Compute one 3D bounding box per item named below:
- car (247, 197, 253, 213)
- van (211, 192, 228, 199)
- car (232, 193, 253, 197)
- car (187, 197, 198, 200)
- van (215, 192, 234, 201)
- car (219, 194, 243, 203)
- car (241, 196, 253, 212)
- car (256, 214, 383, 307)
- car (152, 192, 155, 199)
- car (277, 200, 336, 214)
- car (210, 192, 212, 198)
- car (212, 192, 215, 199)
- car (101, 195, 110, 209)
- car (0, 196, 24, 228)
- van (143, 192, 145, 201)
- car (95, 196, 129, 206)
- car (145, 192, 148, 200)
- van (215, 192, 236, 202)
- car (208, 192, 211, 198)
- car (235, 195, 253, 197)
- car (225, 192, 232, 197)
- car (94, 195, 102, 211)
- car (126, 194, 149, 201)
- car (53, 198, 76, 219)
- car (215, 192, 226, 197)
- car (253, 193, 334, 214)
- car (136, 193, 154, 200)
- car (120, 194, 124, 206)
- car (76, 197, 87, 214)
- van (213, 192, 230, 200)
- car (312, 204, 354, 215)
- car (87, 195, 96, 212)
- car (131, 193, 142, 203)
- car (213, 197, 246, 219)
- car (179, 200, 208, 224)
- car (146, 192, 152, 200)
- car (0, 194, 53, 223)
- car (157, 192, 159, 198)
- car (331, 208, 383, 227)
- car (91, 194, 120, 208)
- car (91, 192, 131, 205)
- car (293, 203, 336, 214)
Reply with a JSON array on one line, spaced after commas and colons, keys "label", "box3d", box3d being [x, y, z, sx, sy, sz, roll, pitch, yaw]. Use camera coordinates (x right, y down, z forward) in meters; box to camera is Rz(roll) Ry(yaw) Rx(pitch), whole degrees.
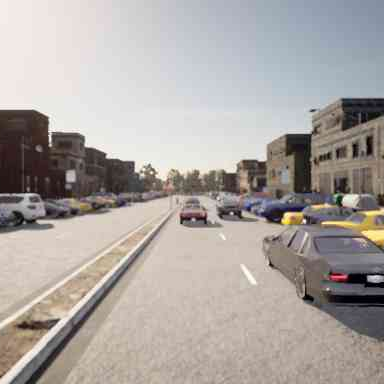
[{"label": "car", "box3d": [7.631, 1.429, 29.581, 4.674, 1.452, 2.002, 0, 0, 0]}, {"label": "van", "box3d": [7.668, 1.055, 93.007, 4.442, 1.987, 1.878, 0, 0, 0]}, {"label": "car", "box3d": [7.584, 1.263, 40.611, 4.553, 1.767, 2.185, 0, 0, 0]}, {"label": "car", "box3d": [0.074, 1.415, 41.318, 1.837, 1.490, 4.892, 0, 0, 0]}, {"label": "van", "box3d": [7.685, 1.087, 79.221, 4.442, 1.987, 1.878, 0, 0, 0]}, {"label": "car", "box3d": [7.616, 1.231, 65.308, 4.553, 1.767, 2.185, 0, 0, 0]}, {"label": "car", "box3d": [7.620, 1.388, 32.338, 5.008, 1.535, 2.097, 0, 0, 0]}, {"label": "car", "box3d": [3.106, 1.508, 8.144, 2.033, 1.411, 5.357, 0, 0, 0]}, {"label": "car", "box3d": [-12.647, 1.275, 83.288, 5.008, 1.535, 2.097, 0, 0, 0]}, {"label": "car", "box3d": [7.828, 1.403, 18.555, 5.366, 1.575, 1.946, 0, 0, 0]}, {"label": "car", "box3d": [7.563, 1.345, 81.978, 4.674, 1.452, 2.002, 0, 0, 0]}, {"label": "car", "box3d": [7.607, 1.089, 70.947, 5.566, 2.045, 2.435, 0, 0, 0]}, {"label": "car", "box3d": [-12.645, 1.370, 38.698, 5.008, 1.535, 2.097, 0, 0, 0]}, {"label": "car", "box3d": [-12.723, 1.282, 19.334, 4.553, 1.767, 2.185, 0, 0, 0]}, {"label": "van", "box3d": [-12.762, 1.086, 69.388, 4.442, 1.987, 1.878, 0, 0, 0]}, {"label": "car", "box3d": [-12.609, 1.378, 52.712, 4.792, 1.488, 2.163, 0, 0, 0]}, {"label": "car", "box3d": [-12.649, 1.345, 72.169, 4.674, 1.452, 2.002, 0, 0, 0]}, {"label": "van", "box3d": [7.459, 1.105, 73.705, 4.442, 1.987, 1.878, 0, 0, 0]}, {"label": "car", "box3d": [7.377, 1.295, 84.736, 5.366, 1.575, 1.946, 0, 0, 0]}, {"label": "car", "box3d": [7.616, 1.428, 37.984, 4.674, 1.452, 2.002, 0, 0, 0]}, {"label": "car", "box3d": [7.584, 1.137, 43.369, 5.566, 2.045, 2.435, 0, 0, 0]}, {"label": "car", "box3d": [-12.675, 1.403, 36.042, 4.792, 1.488, 2.163, 0, 0, 0]}, {"label": "car", "box3d": [-12.644, 1.289, 77.728, 5.008, 1.535, 2.097, 0, 0, 0]}, {"label": "car", "box3d": [-12.640, 1.416, 27.707, 4.792, 1.488, 2.163, 0, 0, 0]}, {"label": "car", "box3d": [7.617, 1.112, 62.673, 5.566, 2.045, 2.435, 0, 0, 0]}, {"label": "car", "box3d": [7.607, 1.143, 24.066, 5.566, 2.045, 2.435, 0, 0, 0]}, {"label": "car", "box3d": [-12.623, 1.137, 88.842, 4.553, 1.767, 2.185, 0, 0, 0]}, {"label": "car", "box3d": [-12.630, 1.359, 47.153, 4.892, 1.521, 2.231, 0, 0, 0]}, {"label": "car", "box3d": [-12.632, 1.411, 30.485, 4.792, 1.488, 2.163, 0, 0, 0]}, {"label": "van", "box3d": [7.675, 1.064, 87.494, 4.442, 1.987, 1.878, 0, 0, 0]}, {"label": "car", "box3d": [7.834, 1.418, 13.040, 5.366, 1.575, 1.946, 0, 0, 0]}, {"label": "car", "box3d": [-12.839, 1.374, 33.265, 5.366, 1.575, 1.946, 0, 0, 0]}, {"label": "car", "box3d": [-12.637, 1.326, 63.830, 4.892, 1.521, 2.231, 0, 0, 0]}, {"label": "car", "box3d": [3.089, 1.415, 28.374, 1.837, 1.490, 4.892, 0, 0, 0]}, {"label": "car", "box3d": [0.087, 1.516, 23.970, 1.895, 1.301, 4.718, 0, 0, 0]}, {"label": "car", "box3d": [-12.463, 1.294, 74.948, 5.366, 1.575, 1.946, 0, 0, 0]}, {"label": "car", "box3d": [-12.712, 1.148, 22.146, 5.566, 2.045, 2.435, 0, 0, 0]}, {"label": "car", "box3d": [-12.654, 1.296, 94.402, 4.674, 1.452, 2.002, 0, 0, 0]}, {"label": "car", "box3d": [7.462, 1.429, 10.277, 5.366, 1.575, 1.946, 0, 0, 0]}, {"label": "car", "box3d": [-12.640, 1.362, 44.373, 5.008, 1.535, 2.097, 0, 0, 0]}, {"label": "car", "box3d": [-12.609, 1.102, 49.932, 5.566, 2.045, 2.435, 0, 0, 0]}, {"label": "car", "box3d": [7.675, 1.443, 15.796, 4.792, 1.488, 2.163, 0, 0, 0]}]
